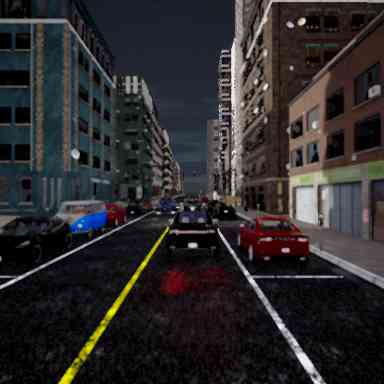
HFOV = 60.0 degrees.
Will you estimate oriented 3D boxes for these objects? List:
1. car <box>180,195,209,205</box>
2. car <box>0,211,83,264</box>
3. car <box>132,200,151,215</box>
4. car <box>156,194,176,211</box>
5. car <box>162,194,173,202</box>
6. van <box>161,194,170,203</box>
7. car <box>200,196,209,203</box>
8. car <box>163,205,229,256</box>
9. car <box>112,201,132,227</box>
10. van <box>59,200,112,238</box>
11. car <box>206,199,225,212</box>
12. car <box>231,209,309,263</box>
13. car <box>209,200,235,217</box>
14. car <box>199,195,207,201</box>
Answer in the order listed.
[{"bbox_3d":[0.057,1.349,27.982,2.097,1.767,4.553,0,0,1],"label":"car"},{"bbox_3d":[-5.678,1.564,11.823,1.947,1.339,4.313,0,0,0],"label":"car"},{"bbox_3d":[-5.670,1.564,33.917,1.947,1.339,4.313,0,0,0],"label":"car"},{"bbox_3d":[-3.030,1.350,39.955,2.097,1.767,4.553,0,0,1],"label":"car"},{"bbox_3d":[-5.651,1.332,77.363,2.192,1.841,5.009,0,0,0],"label":"car"},{"bbox_3d":[-5.654,1.354,71.835,1.690,1.788,3.998,0,0,0],"label":"van"},{"bbox_3d":[2.725,1.595,71.831,1.802,1.307,4.206,0,0,0],"label":"car"},{"bbox_3d":[0.051,1.490,13.043,2.128,1.511,4.902,0,0,1],"label":"car"},{"bbox_3d":[-5.674,1.542,22.870,1.887,1.381,4.507,0,0,0],"label":"car"},{"bbox_3d":[-5.674,1.339,17.347,1.690,1.788,3.998,0,0,0],"label":"van"},{"bbox_3d":[2.713,1.564,39.425,1.947,1.339,4.313,0,0,0],"label":"car"},{"bbox_3d":[2.703,1.543,11.807,1.887,1.381,4.507,0,0,0],"label":"car"},{"bbox_3d":[2.709,1.563,28.378,1.947,1.339,4.313,0,0,0],"label":"car"},{"bbox_3d":[2.731,1.461,82.887,1.967,1.590,4.097,0,0,0],"label":"car"}]
